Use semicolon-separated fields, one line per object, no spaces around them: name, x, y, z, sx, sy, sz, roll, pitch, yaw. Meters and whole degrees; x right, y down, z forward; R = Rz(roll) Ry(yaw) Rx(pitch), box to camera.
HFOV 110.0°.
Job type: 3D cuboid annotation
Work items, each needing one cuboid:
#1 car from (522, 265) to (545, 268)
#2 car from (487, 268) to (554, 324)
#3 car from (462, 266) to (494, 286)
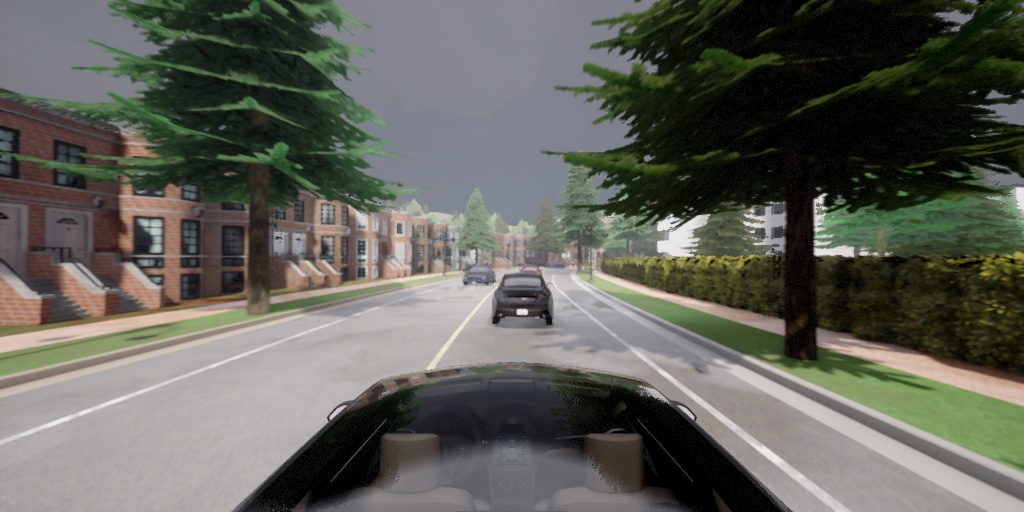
car;1.483;1.449;28.494;1.812;1.442;4.674;0;0;5
car;0.375;1.323;12.333;1.837;1.490;4.892;0;0;2
car;-2.363;1.456;27.183;2.033;1.411;5.357;0;0;5
